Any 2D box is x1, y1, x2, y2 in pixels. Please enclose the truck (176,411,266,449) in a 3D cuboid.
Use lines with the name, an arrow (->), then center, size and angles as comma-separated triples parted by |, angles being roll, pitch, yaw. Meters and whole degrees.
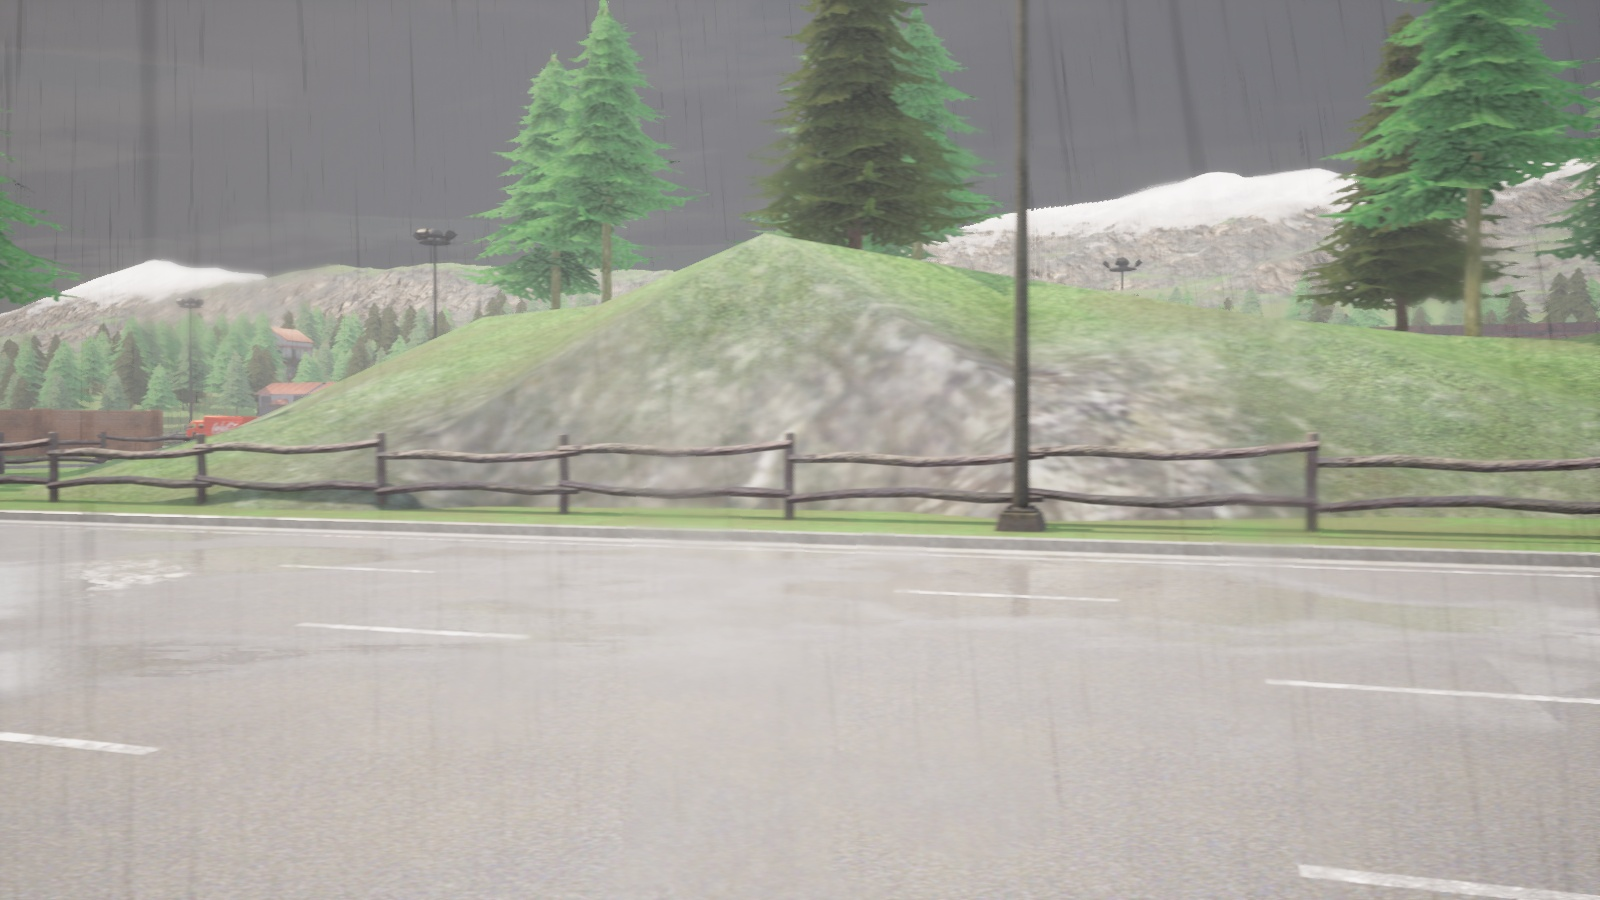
truck -> -39.845, -1.399, 86.422 | 5.204, 2.467, 2.627 | 1, 1, 19
